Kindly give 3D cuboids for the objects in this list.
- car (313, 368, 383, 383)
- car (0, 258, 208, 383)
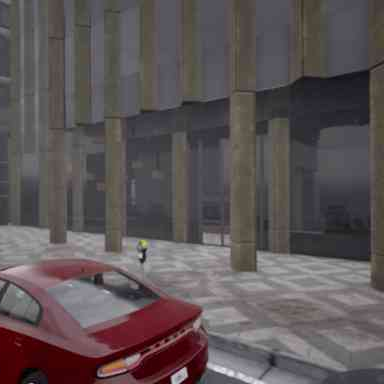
[{"bbox_3d":[2.488,1.542,1.179,4.403,1.369,2.008,0,0,36],"label":"car"},{"bbox_3d":[-1.927,1.569,4.354,4.507,1.381,1.887,0,0,36],"label":"car"}]
